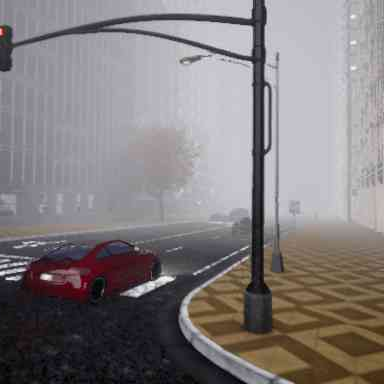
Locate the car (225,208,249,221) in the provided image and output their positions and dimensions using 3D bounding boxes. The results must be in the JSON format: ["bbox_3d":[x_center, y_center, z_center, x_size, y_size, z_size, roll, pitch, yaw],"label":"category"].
[{"bbox_3d":[7.329,3.582,51.608,2.150,2.045,5.566,0,-3,22],"label":"car"}]

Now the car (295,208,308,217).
[{"bbox_3d":[29.006,5.733,88.610,1.882,1.535,5.008,0,-3,22],"label":"car"}]

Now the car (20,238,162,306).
[{"bbox_3d":[-2.491,1.961,9.244,1.994,1.385,4.181,0,-3,22],"label":"car"}]

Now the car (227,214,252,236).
[{"bbox_3d":[4.529,2.793,26.932,1.812,1.442,4.674,0,-3,22],"label":"car"}]

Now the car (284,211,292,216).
[{"bbox_3d":[25.984,5.796,89.806,2.033,1.411,5.357,0,-3,22],"label":"car"}]

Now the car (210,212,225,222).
[{"bbox_3d":[4.313,3.927,52.820,1.994,1.385,4.181,0,-3,22],"label":"car"}]
